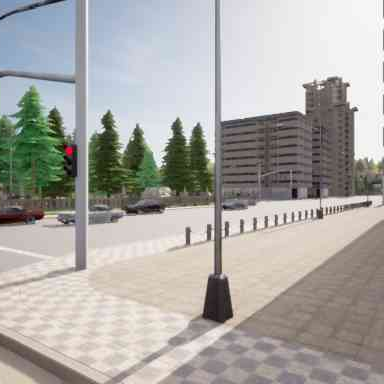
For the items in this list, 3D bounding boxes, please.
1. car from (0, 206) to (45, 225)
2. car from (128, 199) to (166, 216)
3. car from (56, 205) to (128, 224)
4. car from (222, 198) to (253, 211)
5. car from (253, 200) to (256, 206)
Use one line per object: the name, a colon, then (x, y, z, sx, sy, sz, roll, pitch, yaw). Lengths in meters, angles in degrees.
car: (-12.588, 1.601, 22.276, 1.895, 1.301, 4.718, 0, 0, 37)
car: (-4.718, 1.478, 33.220, 1.882, 1.535, 5.008, 0, 1, 36)
car: (-7.162, 1.601, 23.773, 1.895, 1.301, 4.718, 0, 0, 36)
car: (5.099, 1.548, 40.924, 2.033, 1.411, 5.357, 0, 0, 36)
car: (8.206, 1.565, 51.170, 1.994, 1.385, 4.181, 0, 0, 36)
